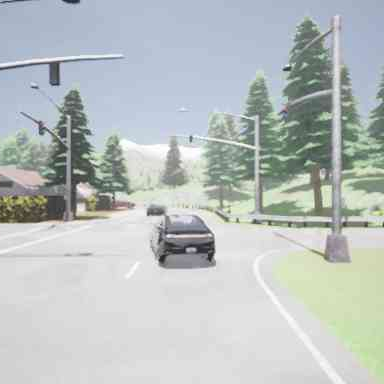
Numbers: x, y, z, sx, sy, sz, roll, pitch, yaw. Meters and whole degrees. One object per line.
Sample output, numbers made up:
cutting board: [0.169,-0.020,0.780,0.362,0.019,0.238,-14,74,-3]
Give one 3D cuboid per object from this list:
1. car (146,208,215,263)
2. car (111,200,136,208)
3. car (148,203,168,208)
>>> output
car: [-0.504,1.568,12.457,2.128,1.511,4.902,0,0,-11]
car: [-10.903,1.876,52.307,4.181,1.385,1.994,0,-1,14]
car: [-3.585,1.802,34.566,1.895,1.301,4.718,0,0,0]
